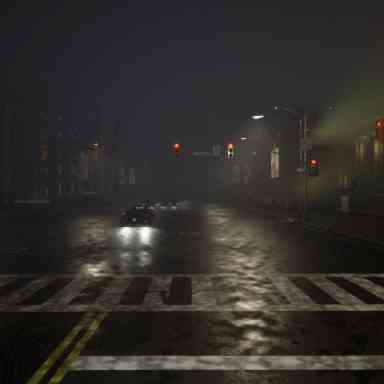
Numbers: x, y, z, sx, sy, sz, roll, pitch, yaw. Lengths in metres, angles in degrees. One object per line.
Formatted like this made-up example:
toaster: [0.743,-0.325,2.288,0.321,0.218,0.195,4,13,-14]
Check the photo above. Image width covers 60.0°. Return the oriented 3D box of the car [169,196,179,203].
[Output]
car: [-3.653,1.525,68.233,1.812,1.442,4.674,0,0,1]

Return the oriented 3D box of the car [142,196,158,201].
car: [-7.152,1.601,54.250,1.895,1.301,4.718,0,0,0]

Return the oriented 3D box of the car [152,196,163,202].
car: [-7.946,1.540,75.478,2.033,1.411,5.357,0,0,-11]

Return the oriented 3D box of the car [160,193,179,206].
car: [-3.655,1.222,55.162,2.150,2.045,5.566,0,0,0]

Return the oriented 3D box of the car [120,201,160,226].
car: [-3.622,1.564,22.964,1.994,1.385,4.181,0,0,0]

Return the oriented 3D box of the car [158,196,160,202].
car: [-7.166,1.505,64.224,1.837,1.490,4.892,0,0,0]
